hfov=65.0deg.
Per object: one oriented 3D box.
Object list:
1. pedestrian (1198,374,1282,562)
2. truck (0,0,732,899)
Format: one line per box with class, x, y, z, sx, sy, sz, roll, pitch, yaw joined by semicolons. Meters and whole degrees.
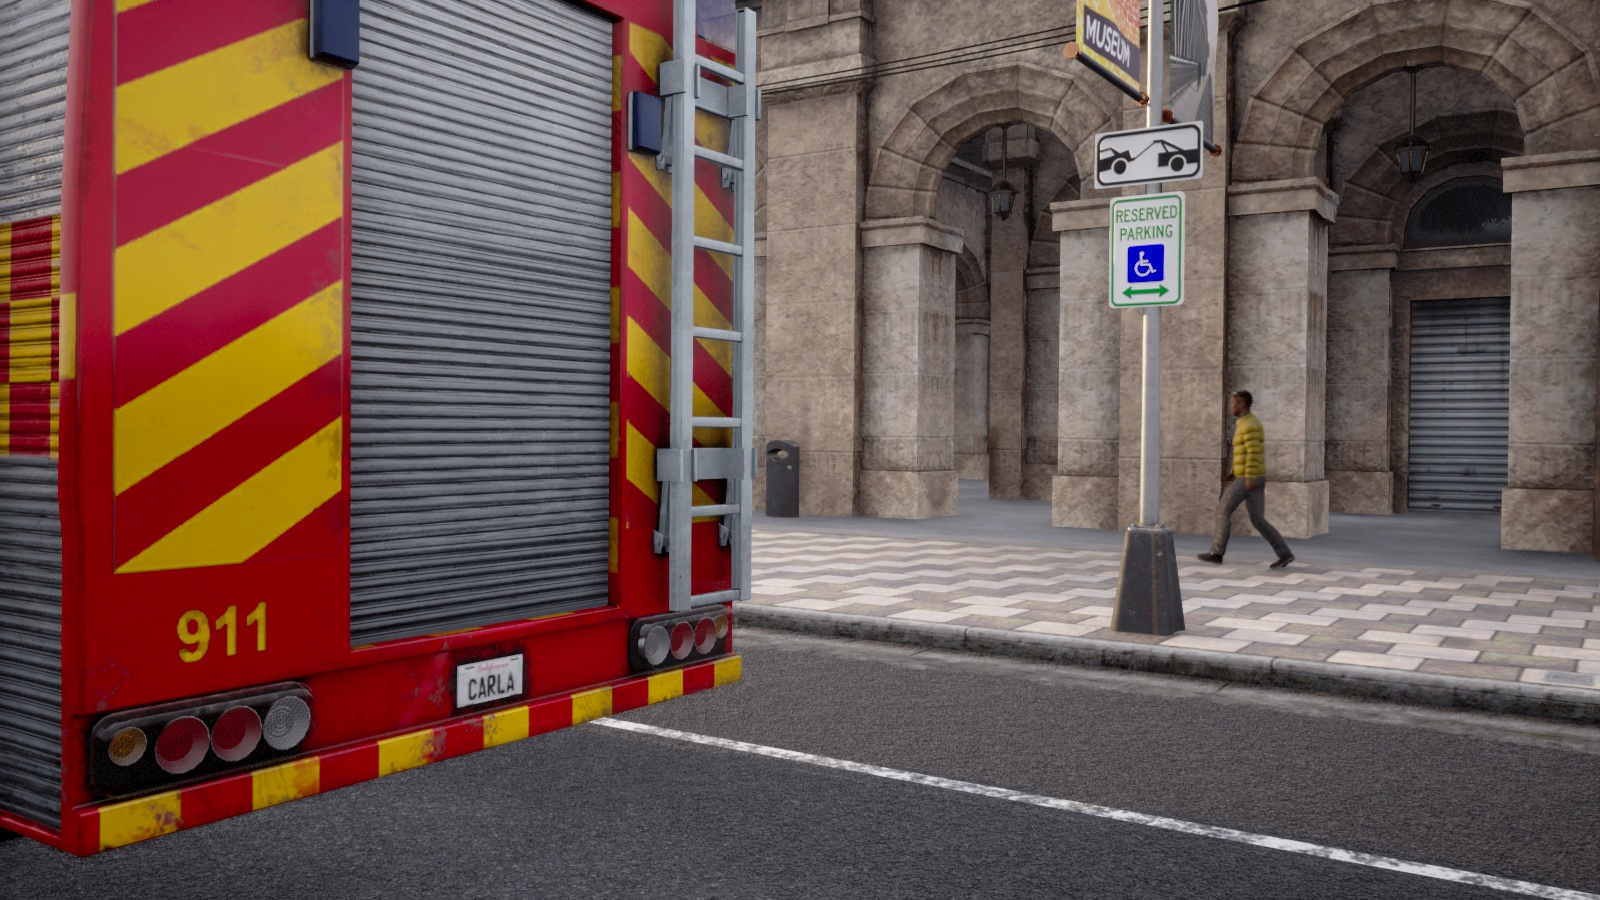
pedestrian;4.451;0.174;12.691;0.709;1.840;0.431;0;1;33
truck;-4.646;-0.483;6.693;8.468;3.827;2.891;0;1;34
